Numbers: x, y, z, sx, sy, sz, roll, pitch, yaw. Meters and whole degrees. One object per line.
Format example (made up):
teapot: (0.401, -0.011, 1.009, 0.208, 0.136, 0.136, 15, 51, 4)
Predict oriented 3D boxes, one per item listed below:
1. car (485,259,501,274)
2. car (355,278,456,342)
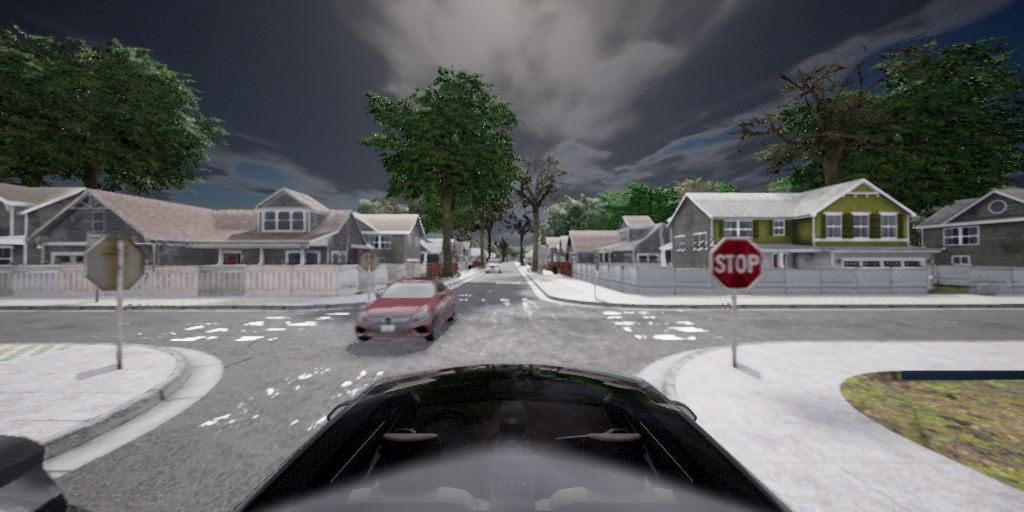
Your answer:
car: (-2.739, 1.493, 53.044, 2.150, 2.045, 5.566, 0, 0, 0)
car: (-2.747, 1.373, 10.268, 1.812, 1.442, 4.674, 0, -1, 0)
